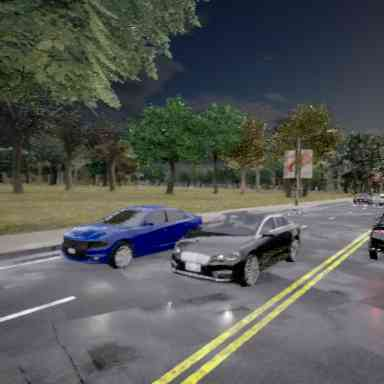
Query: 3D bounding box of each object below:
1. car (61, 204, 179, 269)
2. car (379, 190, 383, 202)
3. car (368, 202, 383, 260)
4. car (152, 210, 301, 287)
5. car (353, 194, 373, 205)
[{"bbox_3d":[-1.551,1.172,10.333,1.882,1.535,5.008,2,2,36],"label":"car"},{"bbox_3d":[25.232,0.682,42.171,2.150,2.045,5.566,2,2,36],"label":"car"},{"bbox_3d":[7.079,1.331,10.890,2.128,1.511,4.902,2,2,36],"label":"car"},{"bbox_3d":[1.446,1.277,8.938,2.128,1.511,4.902,2,2,36],"label":"car"},{"bbox_3d":[23.058,0.923,44.723,1.994,1.385,4.181,2,2,36],"label":"car"}]
